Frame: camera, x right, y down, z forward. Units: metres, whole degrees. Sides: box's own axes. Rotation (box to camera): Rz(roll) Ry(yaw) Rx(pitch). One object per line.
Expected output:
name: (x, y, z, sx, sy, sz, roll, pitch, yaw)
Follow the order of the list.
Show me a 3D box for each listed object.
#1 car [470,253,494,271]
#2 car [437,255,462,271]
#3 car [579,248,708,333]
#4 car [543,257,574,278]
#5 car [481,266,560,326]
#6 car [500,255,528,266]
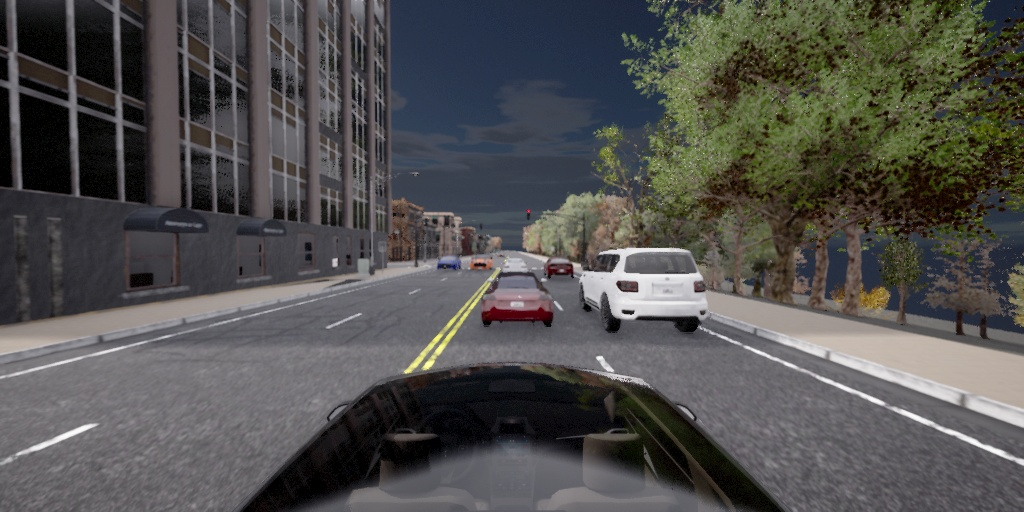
car: (-3.072, 0.554, 37.072, 2.097, 1.767, 4.553, 0, 1, 1)
car: (-6.330, 0.687, 36.588, 1.882, 1.535, 5.008, 0, 1, 1)
car: (3.396, 0.832, 10.384, 2.150, 2.045, 5.566, 0, 0, 1)
car: (3.495, 0.831, 27.481, 1.882, 1.535, 5.008, 0, 1, 0)
car: (0.153, 1.168, 11.116, 1.994, 1.385, 4.181, 0, 1, 0)
car: (0.243, 0.883, 27.168, 1.812, 1.442, 4.674, 0, 1, 0)
